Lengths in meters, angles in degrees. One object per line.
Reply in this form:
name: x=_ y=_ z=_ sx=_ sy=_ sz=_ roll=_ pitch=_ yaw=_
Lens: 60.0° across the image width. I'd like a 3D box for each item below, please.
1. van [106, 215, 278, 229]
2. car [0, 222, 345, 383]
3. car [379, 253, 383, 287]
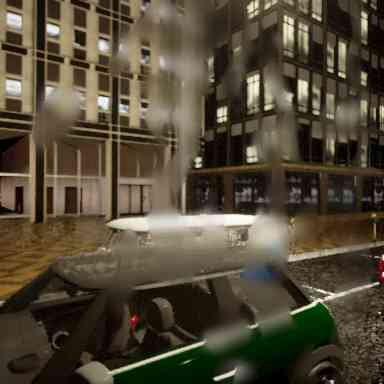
van: x=0.040 y=1.374 z=6.593 sx=3.998 sy=1.788 sz=1.690 roll=1 pitch=0 yaw=-36
car: x=-0.743 y=1.360 z=2.891 sx=4.553 sy=1.767 sz=2.097 roll=1 pitch=0 yaw=-34
car: x=6.482 y=1.441 z=7.993 sx=4.553 sy=1.767 sz=2.097 roll=1 pitch=0 yaw=-35
